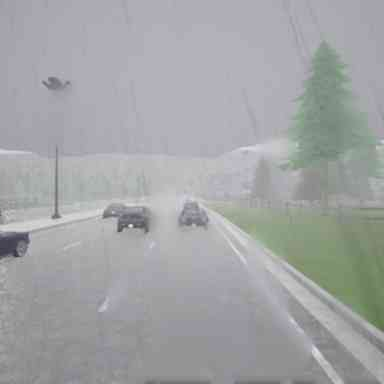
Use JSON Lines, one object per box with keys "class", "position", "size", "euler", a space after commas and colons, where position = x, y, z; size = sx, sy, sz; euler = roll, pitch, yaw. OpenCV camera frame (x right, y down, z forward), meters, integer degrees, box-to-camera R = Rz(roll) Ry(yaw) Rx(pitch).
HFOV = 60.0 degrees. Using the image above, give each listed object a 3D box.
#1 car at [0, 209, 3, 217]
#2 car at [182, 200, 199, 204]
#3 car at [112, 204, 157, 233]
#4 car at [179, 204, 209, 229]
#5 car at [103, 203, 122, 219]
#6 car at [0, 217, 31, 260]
{"class": "car", "position": [-15.095, 1.493, 22.863], "size": [2.097, 1.767, 4.553], "euler": [0, 0, 0]}
{"class": "car", "position": [-0.149, 1.749, 41.781], "size": [2.128, 1.511, 4.902], "euler": [0, 0, -1]}
{"class": "car", "position": [-3.392, 1.634, 20.860], "size": [1.837, 1.490, 4.892], "euler": [0, 0, 0]}
{"class": "car", "position": [0.107, 1.739, 22.461], "size": [1.895, 1.301, 4.718], "euler": [0, 0, 0]}
{"class": "car", "position": [-6.947, 1.756, 31.173], "size": [1.994, 1.385, 4.181], "euler": [0, 0, -1]}
{"class": "car", "position": [-6.896, 1.664, 10.175], "size": [1.895, 1.301, 4.718], "euler": [0, 0, 0]}
